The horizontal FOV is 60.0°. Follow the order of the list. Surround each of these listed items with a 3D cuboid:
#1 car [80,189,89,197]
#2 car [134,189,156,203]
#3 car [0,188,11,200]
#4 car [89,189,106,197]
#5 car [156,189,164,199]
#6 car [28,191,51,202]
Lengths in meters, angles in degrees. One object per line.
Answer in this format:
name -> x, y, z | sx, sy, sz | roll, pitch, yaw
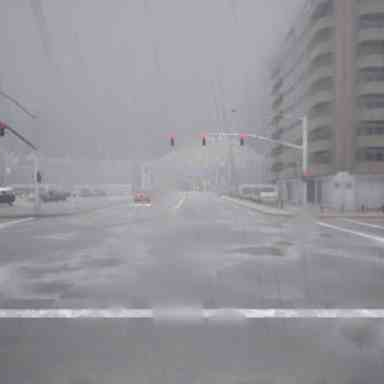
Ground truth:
car -> -23.954, 0.189, 75.229 | 1.905, 1.878, 3.866 | 0, 1, 0
car -> -7.101, 0.585, 49.423 | 2.150, 2.045, 5.566 | 0, 1, 0
car -> -43.578, 0.189, 75.259 | 1.905, 1.878, 3.866 | 0, 1, 0
car -> -21.060, 0.187, 75.165 | 1.932, 1.855, 4.605 | 0, 1, 0
car -> -7.011, 0.417, 68.354 | 2.150, 2.045, 5.566 | 0, 1, 0
car -> -26.719, 0.653, 57.776 | 1.970, 1.475, 3.806 | 0, 1, 0
